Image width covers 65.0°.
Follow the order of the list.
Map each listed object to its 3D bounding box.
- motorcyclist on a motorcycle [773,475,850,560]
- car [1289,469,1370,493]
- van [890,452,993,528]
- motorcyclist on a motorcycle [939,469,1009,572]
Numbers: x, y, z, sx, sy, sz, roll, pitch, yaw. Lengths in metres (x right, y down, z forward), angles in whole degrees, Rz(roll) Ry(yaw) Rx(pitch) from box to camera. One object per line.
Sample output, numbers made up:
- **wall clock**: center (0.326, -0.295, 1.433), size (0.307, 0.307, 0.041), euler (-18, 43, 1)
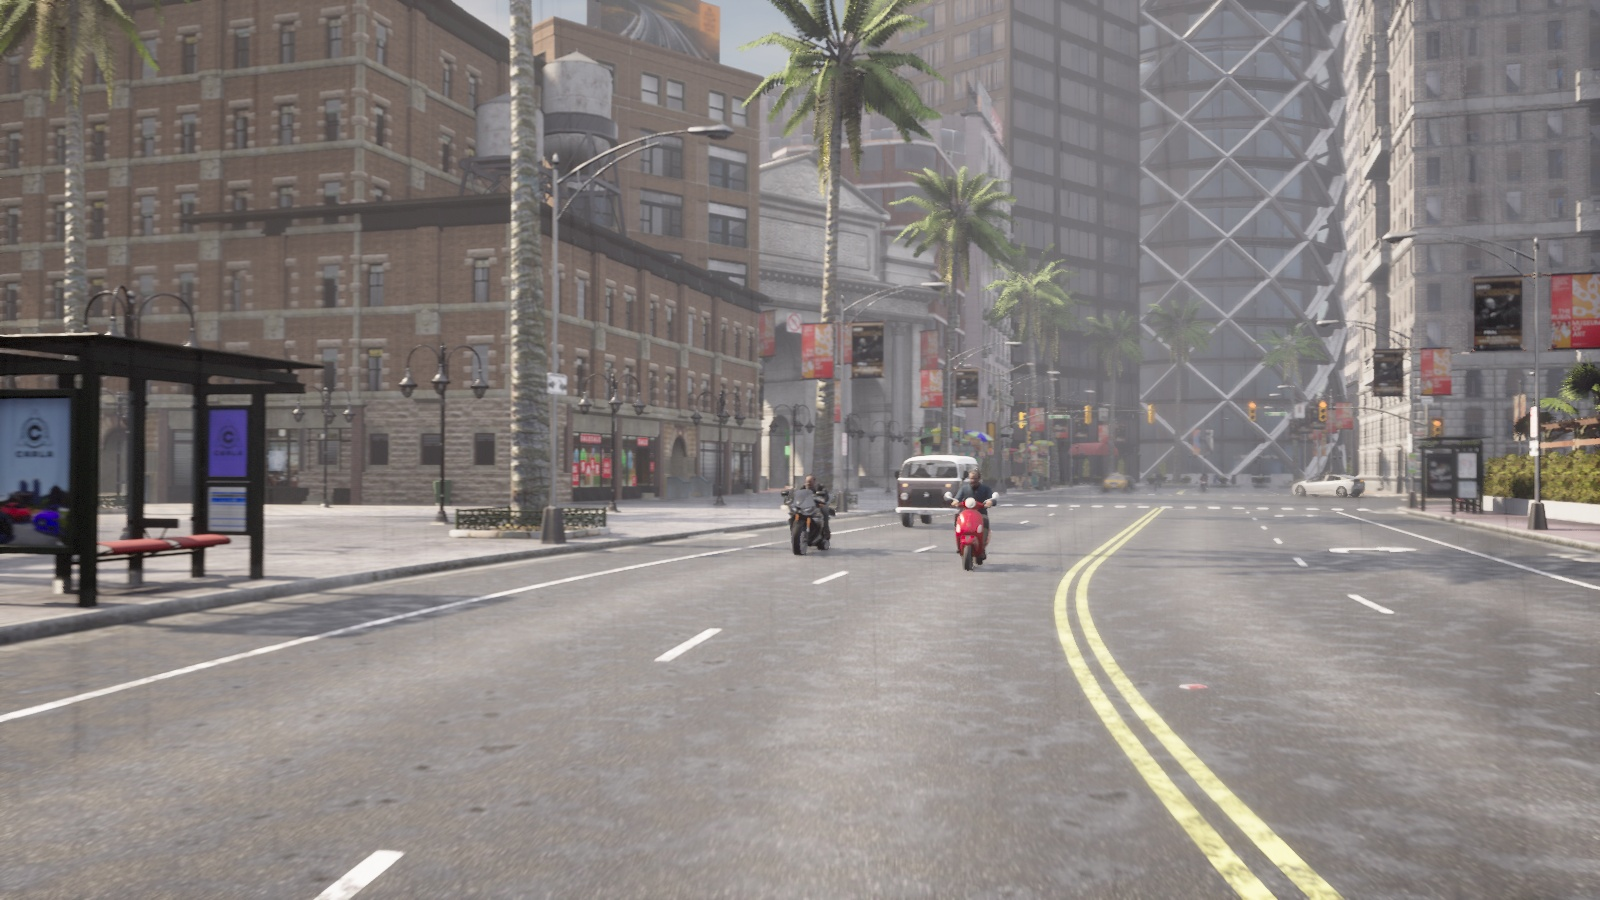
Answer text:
- **motorcyclist on a motorcycle**: center (0.245, 1.249, 23.927), size (0.866, 1.530, 2.191), euler (0, -1, 17)
- **car**: center (34.741, 2.032, 82.481), size (2.007, 1.525, 4.514), euler (0, -1, -37)
- **van**: center (4.109, 1.130, 35.909), size (2.069, 2.038, 4.480), euler (0, -1, 18)
- **motorcyclist on a motorcycle**: center (2.837, 1.100, 20.342), size (0.866, 1.590, 1.817), euler (0, -1, 16)
